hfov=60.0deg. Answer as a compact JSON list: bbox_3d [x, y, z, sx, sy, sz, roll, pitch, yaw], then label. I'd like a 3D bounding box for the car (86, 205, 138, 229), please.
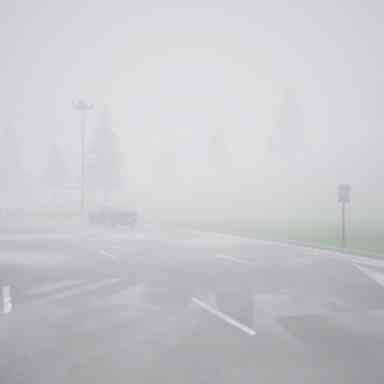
[{"bbox_3d":[-5.842,1.692,23.928,1.882,1.535,5.008,1,-1,-43],"label":"car"}]
